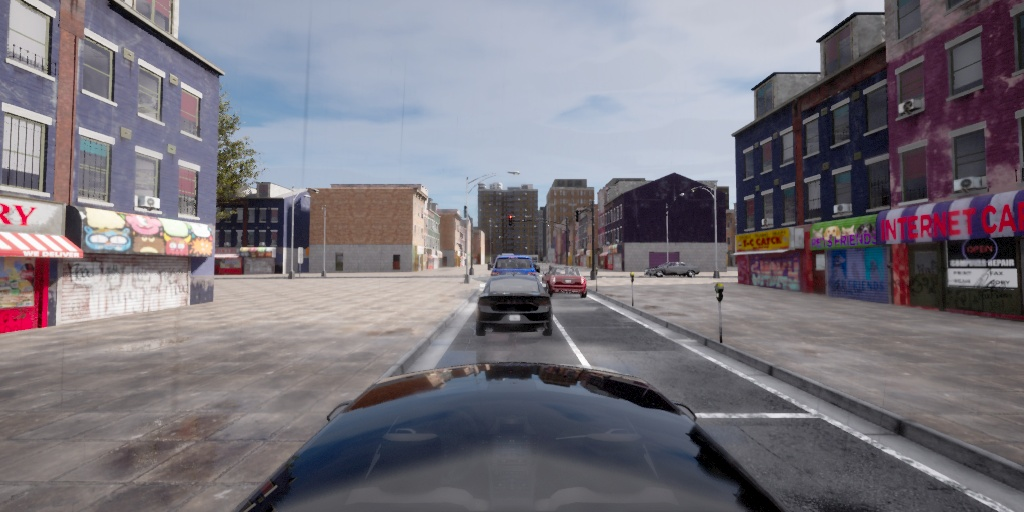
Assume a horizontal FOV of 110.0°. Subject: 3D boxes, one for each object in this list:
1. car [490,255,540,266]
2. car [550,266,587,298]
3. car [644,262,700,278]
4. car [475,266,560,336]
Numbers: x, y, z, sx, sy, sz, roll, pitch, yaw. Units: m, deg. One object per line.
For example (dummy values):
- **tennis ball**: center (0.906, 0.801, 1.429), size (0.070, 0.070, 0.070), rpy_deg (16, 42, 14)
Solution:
- **car**: center (0.063, 0.992, 18.035), size (2.150, 2.045, 5.566), rpy_deg (0, 0, 0)
- **car**: center (2.610, 1.210, 18.724), size (1.967, 1.591, 4.097), rpy_deg (0, 0, 0)
- **car**: center (14.940, 1.314, 33.571), size (4.902, 1.511, 2.128), rpy_deg (0, -2, 0)
- **car**: center (0.033, 1.235, 10.492), size (1.882, 1.535, 5.008), rpy_deg (0, 0, -1)
